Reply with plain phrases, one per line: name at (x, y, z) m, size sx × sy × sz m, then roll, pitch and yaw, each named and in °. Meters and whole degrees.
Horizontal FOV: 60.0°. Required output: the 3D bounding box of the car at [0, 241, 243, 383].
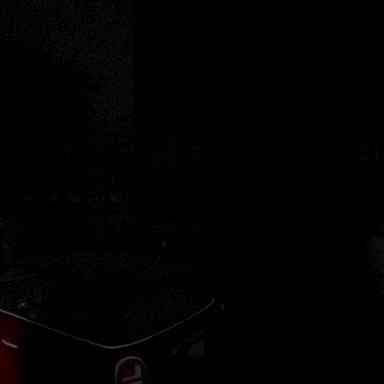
car at (-1.555, 1.440, 4.053) m, size 4.097 × 1.590 × 1.967 m, roll 0°, pitch 0°, yaw 35°
